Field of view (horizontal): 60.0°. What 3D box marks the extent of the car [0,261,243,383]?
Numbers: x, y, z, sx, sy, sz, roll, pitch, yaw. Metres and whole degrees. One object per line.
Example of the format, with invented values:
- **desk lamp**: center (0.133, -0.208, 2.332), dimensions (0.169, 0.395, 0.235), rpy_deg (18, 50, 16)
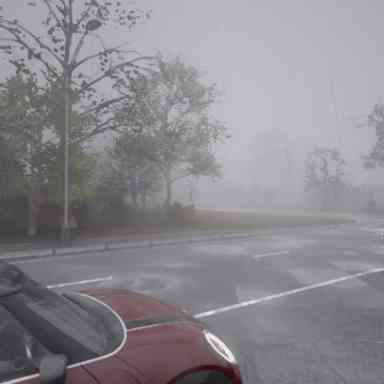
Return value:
- **car**: center (-1.736, 1.351, 2.475), dimensions (4.553, 1.767, 2.097), rpy_deg (1, 0, -36)
